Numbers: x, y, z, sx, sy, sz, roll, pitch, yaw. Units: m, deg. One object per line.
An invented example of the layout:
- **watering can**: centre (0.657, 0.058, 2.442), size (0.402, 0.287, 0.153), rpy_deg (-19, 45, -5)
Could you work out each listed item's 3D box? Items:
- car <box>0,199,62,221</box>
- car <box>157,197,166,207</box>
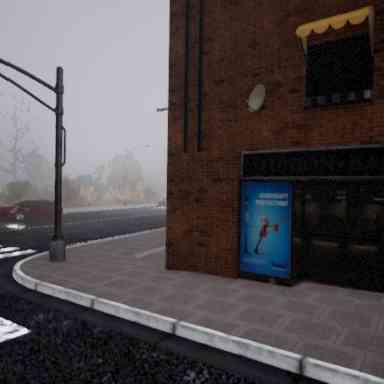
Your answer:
- **car**: centre (-12.517, 1.307, 25.889), size (1.882, 1.535, 5.008), rpy_deg (1, 1, 27)
- **car**: centre (-3.047, 1.329, 45.063), size (1.994, 1.385, 4.181), rpy_deg (1, 1, 26)
